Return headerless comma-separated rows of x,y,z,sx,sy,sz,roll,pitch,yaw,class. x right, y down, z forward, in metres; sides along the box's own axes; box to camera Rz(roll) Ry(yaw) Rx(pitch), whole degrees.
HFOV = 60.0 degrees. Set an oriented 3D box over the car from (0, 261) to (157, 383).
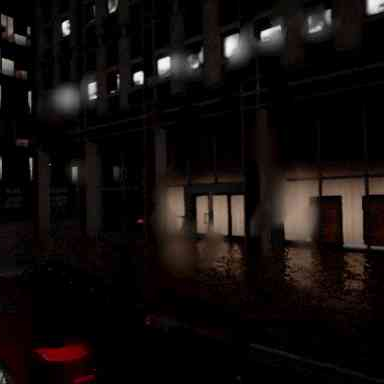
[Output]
-2.355,1.629,4.571,4.206,1.307,1.802,-1,-1,36,car
